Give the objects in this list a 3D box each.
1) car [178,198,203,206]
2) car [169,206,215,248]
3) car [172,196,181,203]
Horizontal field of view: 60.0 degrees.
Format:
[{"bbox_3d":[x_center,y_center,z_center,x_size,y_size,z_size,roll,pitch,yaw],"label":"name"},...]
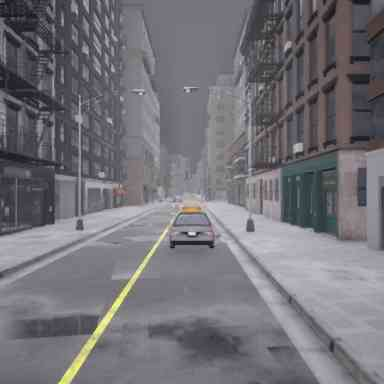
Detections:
[{"bbox_3d":[0.000,1.507,29.651,1.882,1.535,5.008,0,0,0],"label":"car"},{"bbox_3d":[0.000,1.570,14.650,2.033,1.411,5.357,0,0,0],"label":"car"},{"bbox_3d":[-3.000,1.617,69.280,1.812,1.442,4.674,0,0,0],"label":"car"}]
